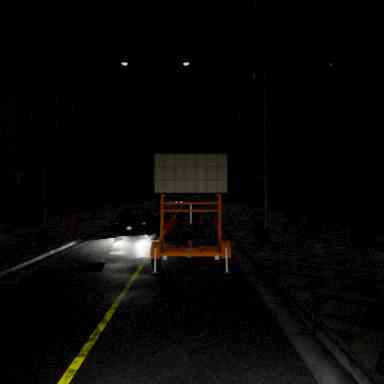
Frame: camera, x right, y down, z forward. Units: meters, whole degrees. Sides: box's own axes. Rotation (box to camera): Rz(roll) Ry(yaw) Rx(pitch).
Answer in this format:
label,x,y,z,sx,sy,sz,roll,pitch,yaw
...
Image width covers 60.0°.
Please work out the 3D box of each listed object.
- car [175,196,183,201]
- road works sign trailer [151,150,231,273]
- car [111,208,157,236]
label,x,y,z,sx,sy,sz,roll,pitch,yaw
car,-3.317,1.727,86.104,2.033,1.411,5.357,0,0,0
road works sign trailer,-0.036,0.467,10.651,2.380,3.560,2.880,0,0,0
car,-3.064,1.570,18.222,1.994,1.385,4.181,0,0,0
